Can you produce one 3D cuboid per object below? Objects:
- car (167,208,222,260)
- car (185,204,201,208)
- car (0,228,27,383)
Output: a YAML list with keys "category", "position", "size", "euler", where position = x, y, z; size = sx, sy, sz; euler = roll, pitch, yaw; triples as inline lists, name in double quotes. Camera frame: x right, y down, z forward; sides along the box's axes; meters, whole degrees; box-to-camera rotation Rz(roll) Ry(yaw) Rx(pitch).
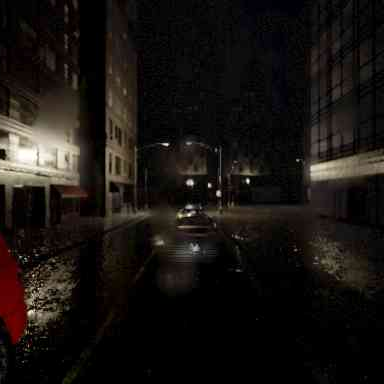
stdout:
- category: "car"
  position: [0.098, 1.592, 12.890]
  size: [2.128, 1.511, 4.902]
  euler: [0, -1, 0]
- category: "car"
  position: [0.095, 1.798, 30.971]
  size: [2.033, 1.411, 5.357]
  euler: [0, 0, 0]
- category: "car"
  position: [-3.101, 1.237, 1.850]
  size: [2.150, 2.045, 5.566]
  euler: [0, 0, 0]
